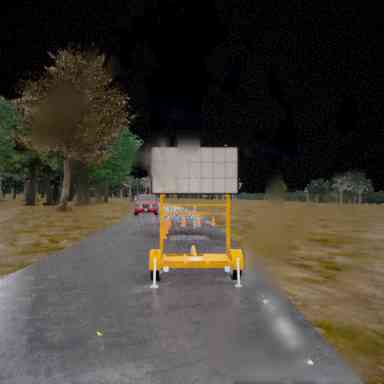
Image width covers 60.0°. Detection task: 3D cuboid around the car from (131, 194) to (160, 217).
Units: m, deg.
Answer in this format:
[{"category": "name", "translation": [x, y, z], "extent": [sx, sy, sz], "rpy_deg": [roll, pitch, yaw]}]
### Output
[{"category": "car", "translation": [-4.326, 1.222, 31.999], "extent": [2.150, 2.045, 5.566], "rpy_deg": [0, 0, -6]}]

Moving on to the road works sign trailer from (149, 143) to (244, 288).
[{"category": "road works sign trailer", "translation": [0.077, 0.464, 9.245], "extent": [2.380, 3.560, 2.880], "rpy_deg": [0, 0, -2]}]

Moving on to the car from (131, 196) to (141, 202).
[{"category": "car", "translation": [-13.632, 1.625, 80.414], "extent": [1.812, 1.442, 4.674], "rpy_deg": [0, -1, -16]}]
